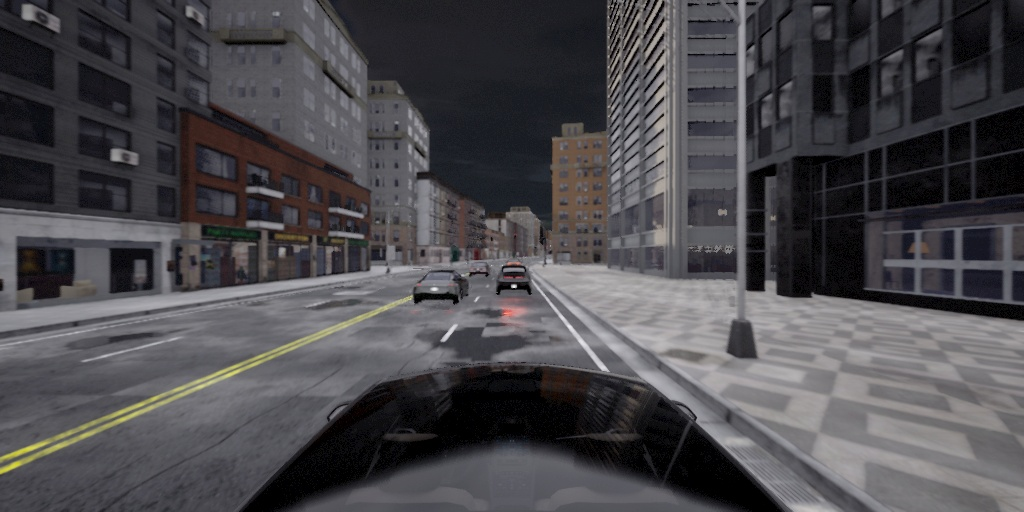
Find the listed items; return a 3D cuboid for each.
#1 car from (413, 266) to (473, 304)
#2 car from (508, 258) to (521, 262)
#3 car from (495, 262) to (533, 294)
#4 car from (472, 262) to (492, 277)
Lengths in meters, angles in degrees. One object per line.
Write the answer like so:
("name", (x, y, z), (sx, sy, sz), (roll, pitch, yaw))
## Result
("car", (-3.148, 1.319, 16.575), (1.994, 1.385, 4.181), (0, 0, 0))
("car", (0.287, 1.069, 43.515), (2.097, 1.767, 4.553), (0, 0, 1))
("car", (0.100, 1.260, 20.316), (1.837, 1.490, 4.892), (0, 0, 0))
("car", (-3.113, 1.289, 35.761), (2.033, 1.411, 5.357), (0, 0, 1))
